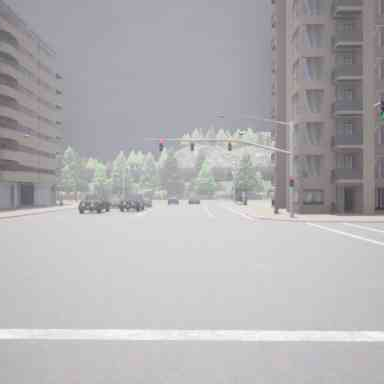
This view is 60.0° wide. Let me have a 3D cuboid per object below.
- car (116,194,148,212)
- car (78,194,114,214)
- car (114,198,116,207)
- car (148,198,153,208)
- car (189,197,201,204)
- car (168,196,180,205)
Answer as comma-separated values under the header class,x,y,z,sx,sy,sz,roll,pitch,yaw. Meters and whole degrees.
class,x,y,z,sx,sy,sz,roll,pitch,yaw
car,-6.999,1.216,39.442,2.150,2.045,5.566,0,0,0
car,-10.508,1.216,36.238,2.150,2.045,5.566,0,0,0
car,-10.478,1.519,45.842,1.812,1.442,4.674,0,0,0
car,-6.962,1.518,48.971,1.812,1.442,4.674,0,0,0
car,0.491,1.553,61.521,1.994,1.385,4.181,0,0,5
car,-3.355,1.517,60.003,1.812,1.442,4.674,0,0,0
